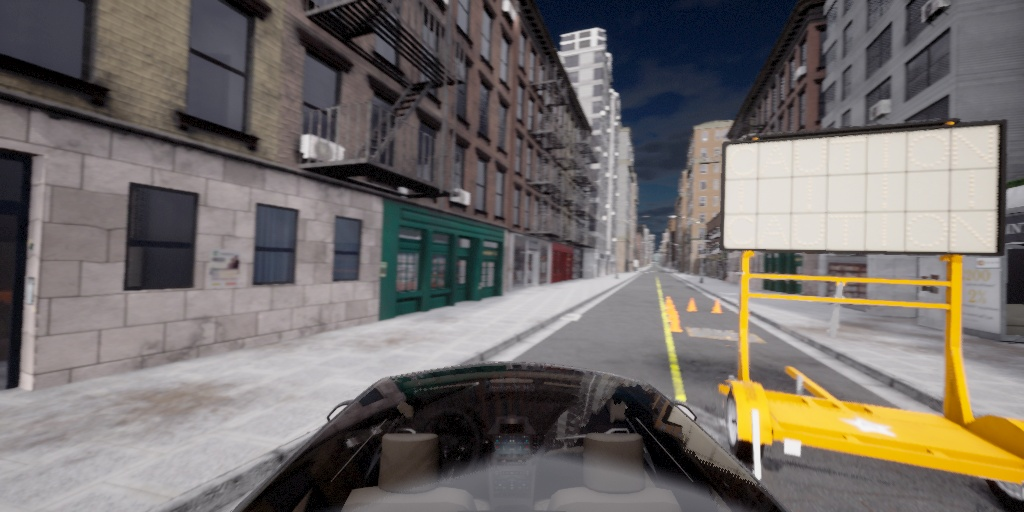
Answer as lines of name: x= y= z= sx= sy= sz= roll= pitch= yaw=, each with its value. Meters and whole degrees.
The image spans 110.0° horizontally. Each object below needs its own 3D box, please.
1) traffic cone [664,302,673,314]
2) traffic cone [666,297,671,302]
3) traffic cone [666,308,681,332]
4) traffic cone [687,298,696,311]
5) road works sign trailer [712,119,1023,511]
traffic cone: x=5.761 y=2.054 z=12.927 sx=0.340 sy=0.580 sz=0.340 roll=0 pitch=0 yaw=22
traffic cone: x=6.499 y=2.104 z=14.786 sx=0.340 sy=0.580 sz=0.340 roll=0 pitch=0 yaw=22
traffic cone: x=5.023 y=2.004 z=11.069 sx=0.340 sy=0.580 sz=0.340 roll=0 pitch=0 yaw=22
traffic cone: x=8.165 y=2.181 z=16.274 sx=0.340 sy=0.580 sz=0.340 roll=0 pitch=0 yaw=22
road works sign trailer: x=3.633 y=0.372 z=4.097 sx=2.380 sy=3.560 sz=2.880 roll=0 pitch=0 yaw=22
